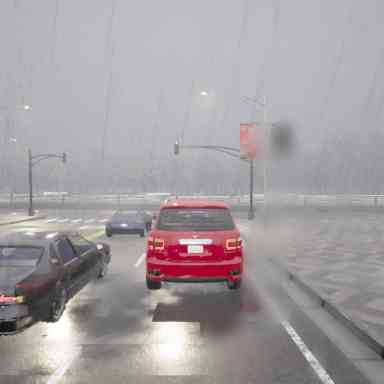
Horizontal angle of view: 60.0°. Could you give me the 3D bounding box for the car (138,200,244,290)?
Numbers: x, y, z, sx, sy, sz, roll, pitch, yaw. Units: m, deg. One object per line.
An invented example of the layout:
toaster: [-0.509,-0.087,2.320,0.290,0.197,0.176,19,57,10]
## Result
car: [0.044,1.217,9.223,2.150,2.045,5.566,0,0,-1]

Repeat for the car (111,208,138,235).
car: [-3.267,1.555,17.915,1.994,1.385,4.181,0,0,0]

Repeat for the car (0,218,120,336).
car: [-3.185,1.543,7.051,2.033,1.411,5.357,0,0,-1]

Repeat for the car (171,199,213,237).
car: [-0.024,1.343,18.813,2.097,1.767,4.553,0,0,0]
